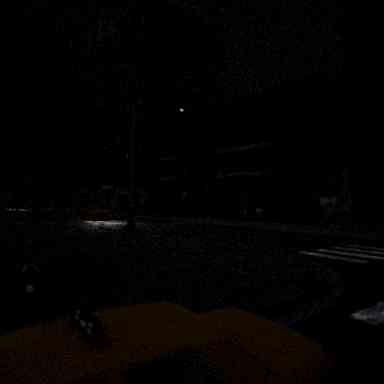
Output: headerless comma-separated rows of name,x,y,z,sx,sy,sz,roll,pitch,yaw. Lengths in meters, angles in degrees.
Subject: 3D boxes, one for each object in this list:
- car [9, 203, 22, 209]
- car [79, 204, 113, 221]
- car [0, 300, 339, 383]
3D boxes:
car,-36.788,2.871,69.420,1.895,1.301,4.718,2,-2,-36
car,-9.318,1.942,32.051,1.882,1.535,5.008,2,-2,-36
car,-0.941,1.525,2.157,4.829,1.417,1.752,0,1,-36
